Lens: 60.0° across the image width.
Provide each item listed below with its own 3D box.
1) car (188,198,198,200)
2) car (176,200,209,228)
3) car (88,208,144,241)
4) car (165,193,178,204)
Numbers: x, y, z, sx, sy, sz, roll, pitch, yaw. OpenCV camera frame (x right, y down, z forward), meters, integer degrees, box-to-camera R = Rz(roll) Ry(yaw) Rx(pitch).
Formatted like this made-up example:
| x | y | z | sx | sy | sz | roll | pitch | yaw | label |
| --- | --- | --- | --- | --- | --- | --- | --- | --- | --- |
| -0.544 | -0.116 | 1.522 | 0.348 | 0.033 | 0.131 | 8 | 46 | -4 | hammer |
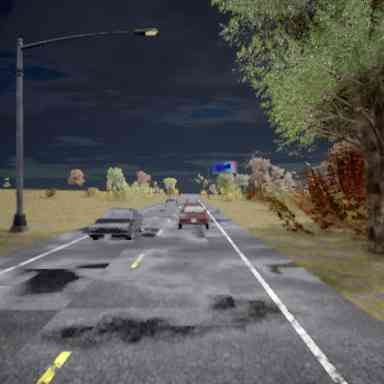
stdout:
| x | y | z | sx | sy | sz | roll | pitch | yaw | label |
| --- | --- | --- | --- | --- | --- | --- | --- | --- | --- |
| 0.100 | 1.475 | 40.366 | 2.033 | 1.411 | 5.357 | 0 | 0 | 0 | car |
| 0.101 | 1.486 | 21.473 | 1.812 | 1.442 | 4.674 | 0 | 0 | 0 | car |
| -3.601 | 1.516 | 16.888 | 2.033 | 1.411 | 5.357 | 0 | 0 | 0 | car |
| -3.500 | 1.062 | 58.463 | 2.097 | 1.767 | 4.553 | 0 | 0 | 0 | car |
